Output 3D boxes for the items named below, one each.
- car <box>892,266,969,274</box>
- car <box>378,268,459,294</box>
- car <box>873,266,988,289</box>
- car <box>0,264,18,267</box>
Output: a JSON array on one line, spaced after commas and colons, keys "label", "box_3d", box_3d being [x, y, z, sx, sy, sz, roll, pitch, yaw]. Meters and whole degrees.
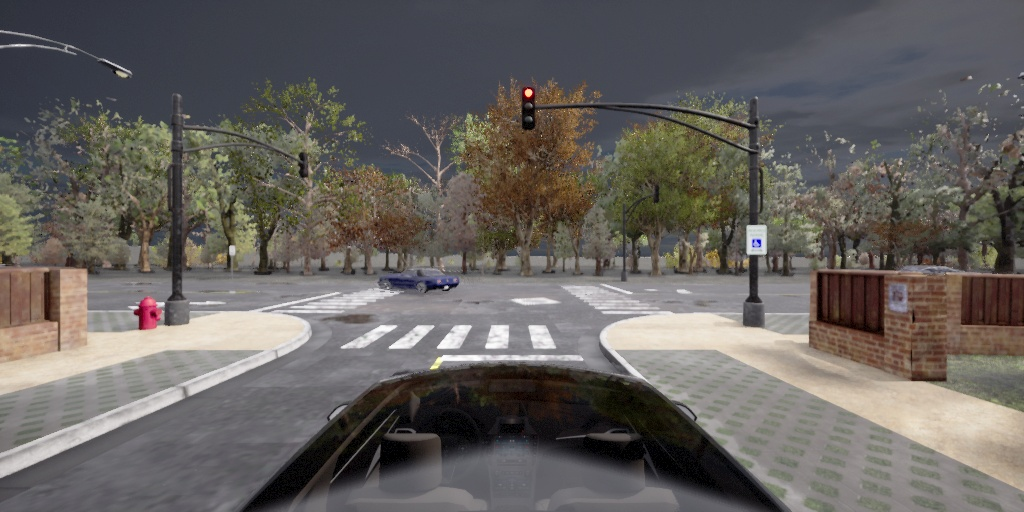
[{"label": "car", "box_3d": [23.530, 1.316, 20.810, 4.902, 1.511, 2.128, 0, 0, 0]}, {"label": "car", "box_3d": [-5.293, 1.326, 19.882, 4.718, 1.301, 1.895, 0, 0, 33]}, {"label": "car", "box_3d": [27.939, 1.387, 24.066, 5.357, 1.411, 2.033, 0, 0, 0]}, {"label": "car", "box_3d": [-25.015, 1.122, 17.287, 5.008, 1.535, 1.882, 0, 0, 0]}]
